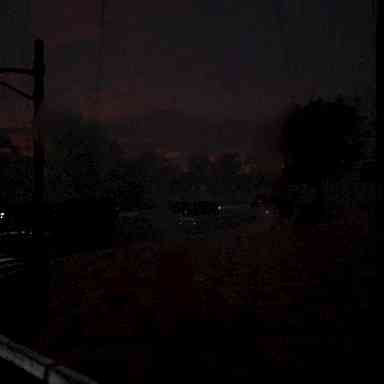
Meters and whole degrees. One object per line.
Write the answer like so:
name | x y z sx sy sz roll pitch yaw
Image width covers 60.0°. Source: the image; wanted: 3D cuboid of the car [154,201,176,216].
car | -1.569 1.658 35.226 2.033 1.411 5.357 0 0 38

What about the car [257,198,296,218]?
car | 8.373 1.660 31.777 1.837 1.490 4.892 0 0 38

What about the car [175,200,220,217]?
car | 0.911 1.628 33.114 1.837 1.490 4.892 0 1 38

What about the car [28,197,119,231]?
car | -7.549 1.371 22.376 2.150 2.045 5.566 0 0 38

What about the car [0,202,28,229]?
car | -11.348 1.488 22.804 2.097 1.767 4.553 0 0 38

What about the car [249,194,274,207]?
car | 10.854 1.320 50.842 2.150 2.045 5.566 0 0 38

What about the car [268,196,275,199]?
car | 13.279 1.694 48.674 1.895 1.301 4.718 0 0 38
